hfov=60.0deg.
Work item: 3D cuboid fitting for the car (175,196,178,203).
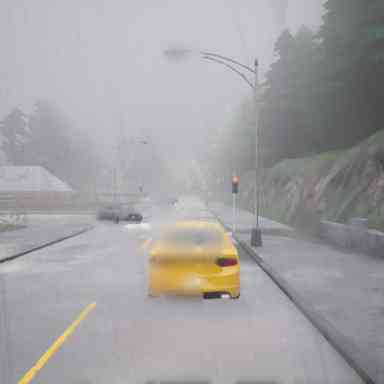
[{"bbox_3d":[-4.020,1.564,58.776,1.994,1.385,4.181,0,0,0],"label":"car"}]

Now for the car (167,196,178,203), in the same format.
[{"bbox_3d":[-3.938,1.564,68.785,1.994,1.385,4.181,0,0,1],"label":"car"}]

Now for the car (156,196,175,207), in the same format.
[{"bbox_3d":[-4.047,1.352,49.457,2.097,1.767,4.553,0,0,0],"label":"car"}]

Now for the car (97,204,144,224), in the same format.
[{"bbox_3d":[-5.362,1.564,24.586,1.994,1.385,4.181,1,0,-42],"label":"car"}]

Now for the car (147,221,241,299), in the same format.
[{"bbox_3d":[0.061,1.478,8.490,1.882,1.535,5.008,0,0,1],"label":"car"}]
